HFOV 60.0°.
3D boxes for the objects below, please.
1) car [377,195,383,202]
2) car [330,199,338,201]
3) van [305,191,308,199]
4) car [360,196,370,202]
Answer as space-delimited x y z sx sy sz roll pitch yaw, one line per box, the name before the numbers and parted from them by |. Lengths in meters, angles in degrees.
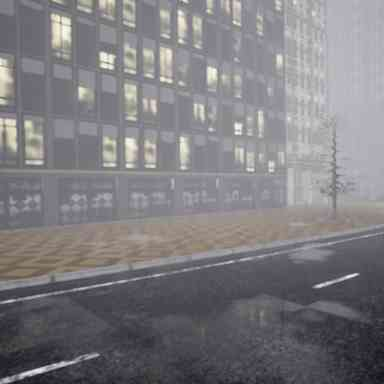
car | 34.861 1.221 58.331 1.947 1.339 4.313 -1 1 -40
car | 27.687 1.150 67.151 1.947 1.339 4.313 -1 1 -39
van | 26.962 0.682 81.280 1.690 1.788 3.998 -1 1 -39
car | 31.258 1.202 62.729 1.802 1.307 4.206 -1 1 -39
